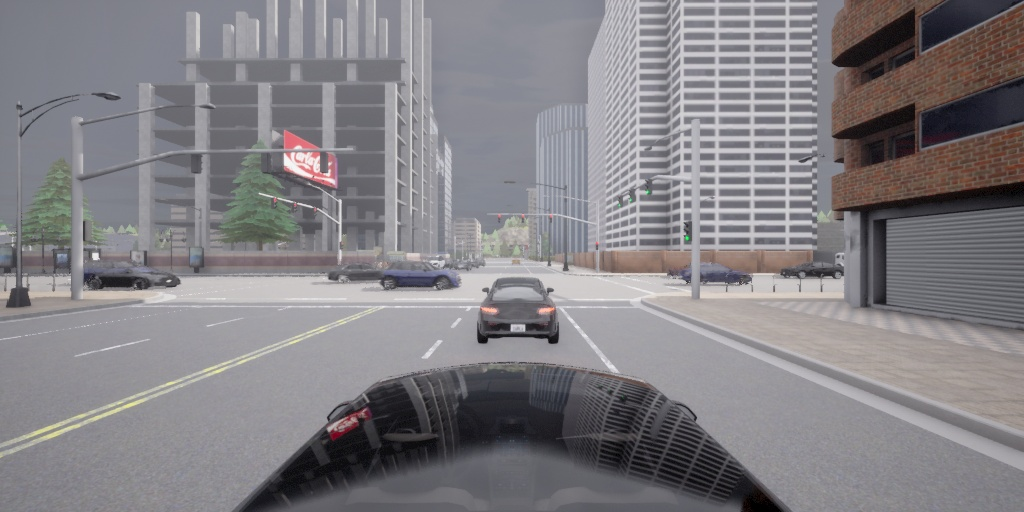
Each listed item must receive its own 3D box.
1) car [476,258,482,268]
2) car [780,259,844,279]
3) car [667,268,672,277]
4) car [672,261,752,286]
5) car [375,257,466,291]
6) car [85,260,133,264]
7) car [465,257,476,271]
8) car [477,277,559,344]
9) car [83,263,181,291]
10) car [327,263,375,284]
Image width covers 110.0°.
[{"bbox_3d":[-6.444,1.314,58.524,1.994,1.385,4.181,0,0,0],"label":"car"},{"bbox_3d":[26.653,1.227,31.829,5.008,1.535,1.882,0,0,0],"label":"car"},{"bbox_3d":[16.460,1.227,31.905,5.008,1.535,1.882,0,0,0],"label":"car"},{"bbox_3d":[13.932,1.275,24.721,4.674,1.442,1.812,0,0,0],"label":"car"},{"bbox_3d":[-5.335,1.100,21.346,4.553,1.767,2.097,0,0,0],"label":"car"},{"bbox_3d":[-27.432,1.102,24.988,4.553,1.767,2.097,0,0,0],"label":"car"},{"bbox_3d":[-6.565,1.241,48.554,2.128,1.511,4.902,0,0,1],"label":"car"},{"bbox_3d":[0.157,1.276,9.484,1.812,1.442,4.674,0,0,1],"label":"car"},{"bbox_3d":[-22.521,1.313,21.458,4.181,1.385,1.994,0,0,0],"label":"car"},{"bbox_3d":[-11.192,1.256,27.005,4.892,1.490,1.837,0,1,-24],"label":"car"}]
